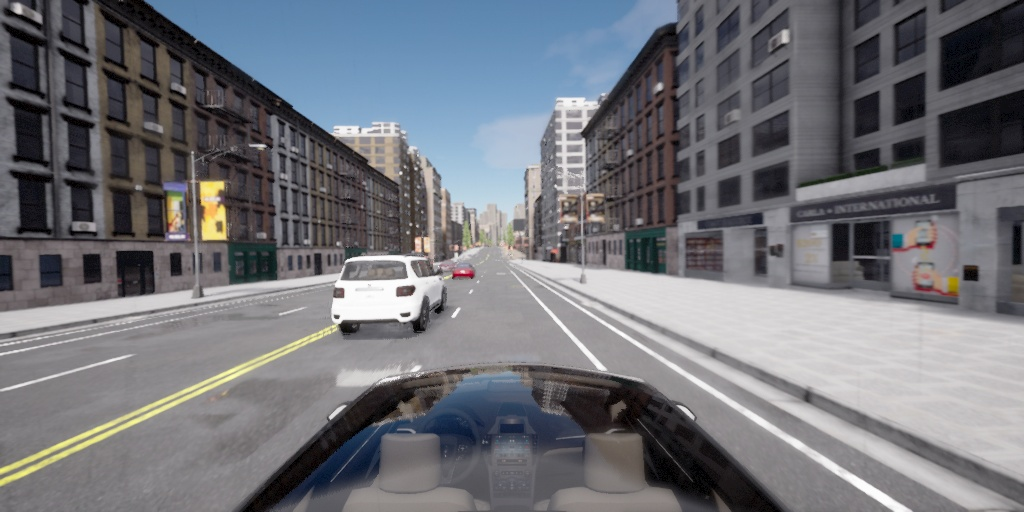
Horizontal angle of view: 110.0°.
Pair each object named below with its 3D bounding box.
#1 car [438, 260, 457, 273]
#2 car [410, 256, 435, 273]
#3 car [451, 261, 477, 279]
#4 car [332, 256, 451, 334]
[{"bbox_3d":[-8.308,1.348,46.733,1.812,1.442,4.674,-1,0,-2],"label":"car"},{"bbox_3d":[-11.566,1.099,46.742,2.150,2.045,5.566,-1,0,-2],"label":"car"},{"bbox_3d":[-4.378,1.326,33.175,1.994,1.385,4.181,-1,0,-2],"label":"car"},{"bbox_3d":[-3.446,1.016,11.070,2.150,2.045,5.566,-1,0,-2],"label":"car"}]
